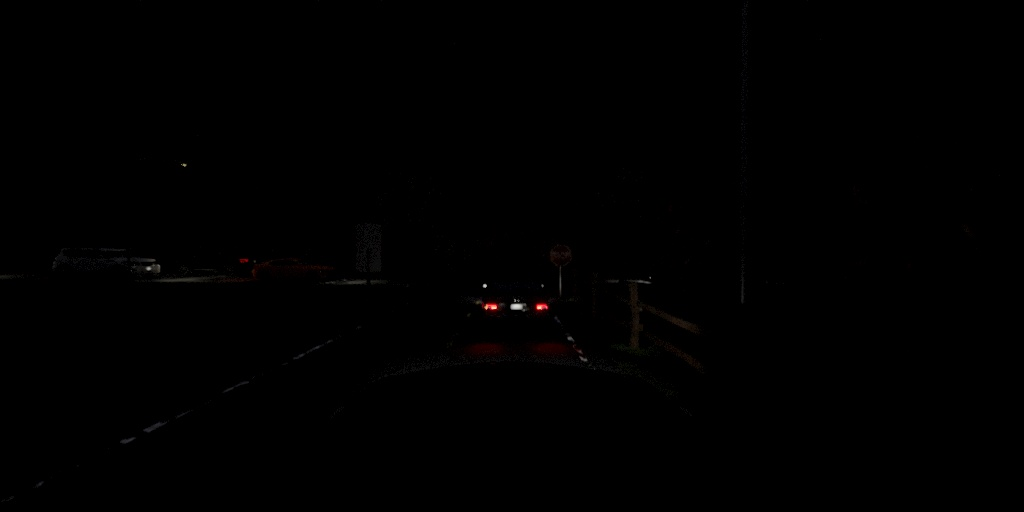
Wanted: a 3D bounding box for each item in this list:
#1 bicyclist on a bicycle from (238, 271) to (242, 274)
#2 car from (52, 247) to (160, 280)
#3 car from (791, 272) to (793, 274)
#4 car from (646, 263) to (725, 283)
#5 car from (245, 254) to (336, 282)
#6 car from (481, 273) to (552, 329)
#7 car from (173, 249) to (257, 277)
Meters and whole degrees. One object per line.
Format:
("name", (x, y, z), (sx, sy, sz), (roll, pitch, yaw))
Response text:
("bicyclist on a bicycle", (-22.508, 0.680, 29.922), (0.582, 1.620, 1.656), (1, 1, 1))
("car", (-27.036, 0.464, 23.979), (5.566, 2.045, 2.150), (1, 1, 0))
("car", (23.292, 1.314, 26.497), (4.892, 1.490, 1.837), (0, 1, 0))
("car", (12.916, 1.237, 26.589), (5.357, 1.411, 2.033), (1, 1, 0))
("car", (-14.420, 0.878, 23.877), (5.008, 1.535, 1.882), (1, 1, 1))
("car", (0.059, 1.215, 10.921), (2.033, 1.411, 5.357), (0, 1, -1))
("car", (-21.983, 0.488, 26.923), (5.566, 2.045, 2.150), (1, 1, 0))
